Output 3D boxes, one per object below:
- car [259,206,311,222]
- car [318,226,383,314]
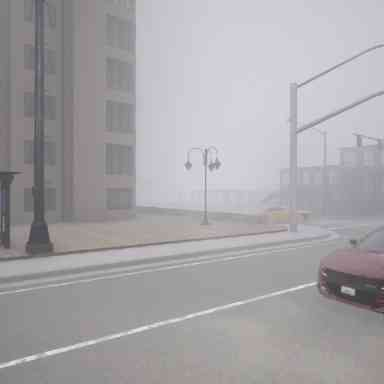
[{"bbox_3d":[8.315,1.986,30.203,1.882,1.535,5.008,0,-5,-36],"label":"car"},{"bbox_3d":[4.820,1.477,7.315,5.008,1.535,1.882,0,0,-35],"label":"car"}]
